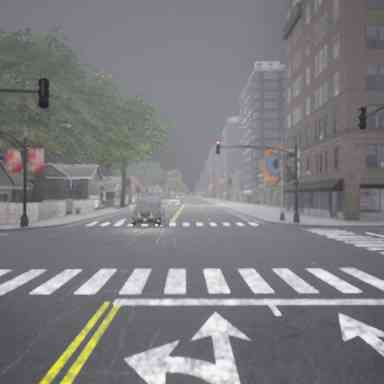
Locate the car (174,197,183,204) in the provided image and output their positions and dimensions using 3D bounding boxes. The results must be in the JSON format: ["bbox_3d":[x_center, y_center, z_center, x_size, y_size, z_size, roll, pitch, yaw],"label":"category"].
[{"bbox_3d":[-3.404,2.122,85.538,2.097,1.767,4.553,0,-1,0],"label":"car"}]

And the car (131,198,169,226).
[{"bbox_3d":[-3.295,1.553,26.030,2.150,2.045,5.566,0,1,0],"label":"car"}]

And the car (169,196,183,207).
[{"bbox_3d":[-3.364,1.804,63.468,2.150,2.045,5.566,0,1,0],"label":"car"}]
